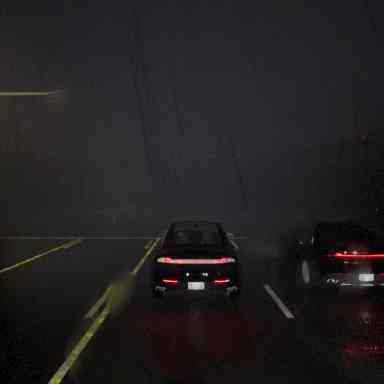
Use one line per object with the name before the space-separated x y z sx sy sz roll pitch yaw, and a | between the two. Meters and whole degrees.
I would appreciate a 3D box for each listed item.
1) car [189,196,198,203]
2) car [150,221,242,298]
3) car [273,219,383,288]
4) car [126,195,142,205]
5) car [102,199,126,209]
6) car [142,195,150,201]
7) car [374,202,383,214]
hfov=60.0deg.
car | 0.255 1.491 66.855 2.128 1.511 4.902 0 0 0
car | 0.095 1.492 8.476 2.128 1.511 4.902 0 0 0
car | 3.600 1.505 9.240 1.837 1.490 4.892 0 0 1
car | -10.448 1.492 56.987 2.128 1.511 4.902 0 0 0
car | -10.497 1.601 44.241 1.895 1.301 4.718 0 0 0
car | -10.331 1.325 72.302 1.895 1.301 4.718 0 0 0
car | 18.108 1.061 28.274 4.902 1.511 2.128 -5 0 0
